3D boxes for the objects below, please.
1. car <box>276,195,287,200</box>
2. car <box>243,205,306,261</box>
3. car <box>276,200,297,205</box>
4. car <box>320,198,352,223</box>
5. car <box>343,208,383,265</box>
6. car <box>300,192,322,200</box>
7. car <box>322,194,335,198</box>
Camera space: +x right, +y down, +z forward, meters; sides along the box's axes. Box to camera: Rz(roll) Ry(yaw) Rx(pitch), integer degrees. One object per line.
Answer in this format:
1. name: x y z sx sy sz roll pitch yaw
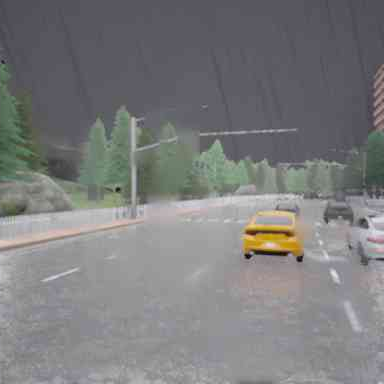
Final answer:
1. car: 21.316 1.362 79.193 1.812 1.442 4.674 0 0 26
2. car: 3.123 1.453 12.342 1.882 1.535 5.008 0 0 18
3. car: 7.279 1.549 25.339 1.895 1.301 4.718 0 0 18
4. car: 10.809 1.458 24.865 1.837 1.490 4.892 0 0 18
5. car: 6.417 1.501 11.156 1.812 1.442 4.674 0 0 18
6. car: 31.482 1.043 87.616 2.150 2.045 5.566 0 0 44
7. car: 35.297 1.343 86.454 4.902 1.511 2.128 0 0 -42
